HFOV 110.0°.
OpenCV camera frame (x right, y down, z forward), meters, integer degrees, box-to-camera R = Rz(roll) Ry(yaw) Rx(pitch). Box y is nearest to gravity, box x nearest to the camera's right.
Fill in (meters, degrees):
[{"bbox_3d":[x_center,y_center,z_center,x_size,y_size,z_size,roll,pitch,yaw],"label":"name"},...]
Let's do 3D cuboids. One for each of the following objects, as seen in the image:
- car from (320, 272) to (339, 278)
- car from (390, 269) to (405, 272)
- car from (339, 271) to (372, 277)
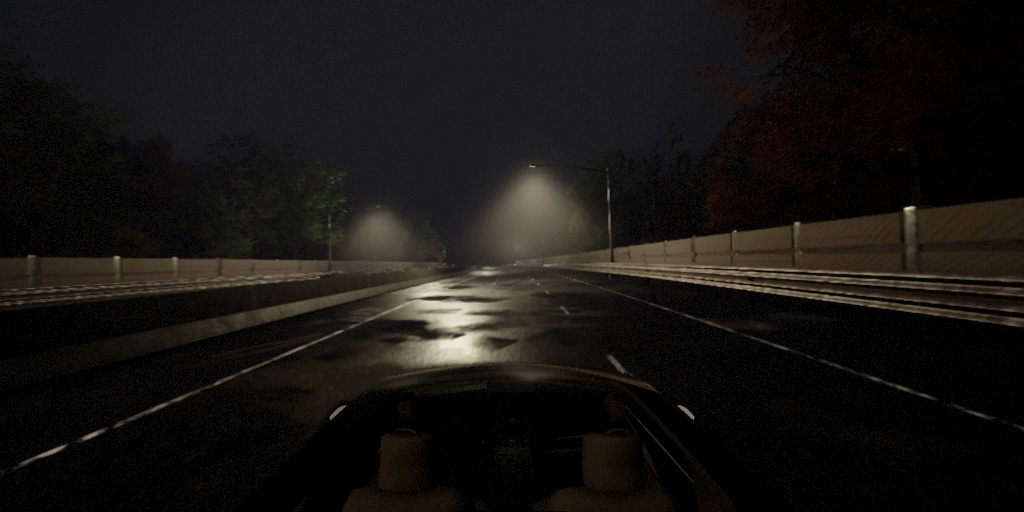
[{"bbox_3d":[-20.837,2.582,42.046,1.994,1.385,4.181,-2,-1,0],"label":"car"},{"bbox_3d":[-13.839,2.272,42.744,2.128,1.511,4.902,-2,-1,0],"label":"car"},{"bbox_3d":[-17.335,2.424,41.293,2.033,1.411,5.357,-2,-1,0],"label":"car"}]
